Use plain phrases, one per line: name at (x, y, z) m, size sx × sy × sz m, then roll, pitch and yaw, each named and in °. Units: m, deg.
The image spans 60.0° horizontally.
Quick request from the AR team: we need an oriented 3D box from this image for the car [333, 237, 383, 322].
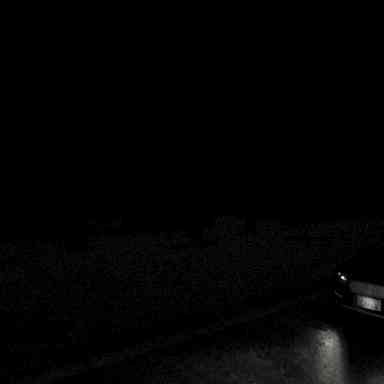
car at (4.788, 1.492, 6.680) m, size 4.902 × 1.511 × 2.128 m, roll 0°, pitch 0°, yaw -36°
